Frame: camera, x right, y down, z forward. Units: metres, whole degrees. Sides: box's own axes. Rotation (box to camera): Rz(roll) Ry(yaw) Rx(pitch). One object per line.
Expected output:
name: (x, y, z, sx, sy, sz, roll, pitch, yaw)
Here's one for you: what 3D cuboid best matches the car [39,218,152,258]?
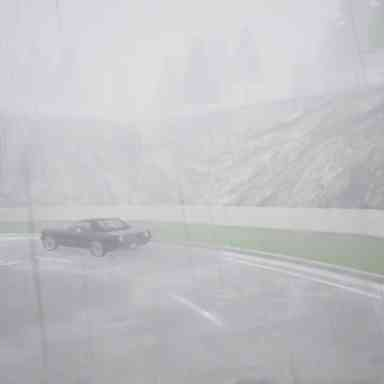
car: (-3.946, 1.682, 13.154, 4.718, 1.301, 1.895, -1, 0, 34)
